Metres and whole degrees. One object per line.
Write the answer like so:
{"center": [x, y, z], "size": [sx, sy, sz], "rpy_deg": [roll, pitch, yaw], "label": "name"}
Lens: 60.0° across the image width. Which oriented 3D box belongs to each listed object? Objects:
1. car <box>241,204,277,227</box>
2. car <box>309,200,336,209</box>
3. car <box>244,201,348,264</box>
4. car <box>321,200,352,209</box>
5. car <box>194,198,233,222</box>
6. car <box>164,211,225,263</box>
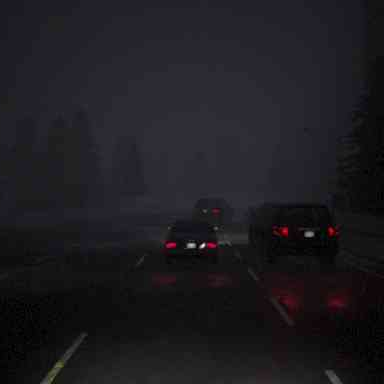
{"center": [5.479, 1.776, 26.797], "size": [2.128, 1.511, 4.902], "rpy_deg": [0, -1, 20], "label": "car"}
{"center": [22.830, 2.179, 58.298], "size": [4.181, 1.385, 1.994], "rpy_deg": [0, -1, -21], "label": "car"}
{"center": [3.526, 1.358, 12.531], "size": [2.150, 2.045, 5.566], "rpy_deg": [0, 0, 1], "label": "car"}
{"center": [23.918, 2.087, 54.979], "size": [4.892, 1.490, 1.837], "rpy_deg": [1, -1, -21], "label": "car"}
{"center": [1.774, 1.508, 26.899], "size": [2.150, 2.045, 5.566], "rpy_deg": [0, 0, 18], "label": "car"}
{"center": [0.026, 1.680, 12.500], "size": [2.033, 1.411, 5.357], "rpy_deg": [0, -1, 1], "label": "car"}
